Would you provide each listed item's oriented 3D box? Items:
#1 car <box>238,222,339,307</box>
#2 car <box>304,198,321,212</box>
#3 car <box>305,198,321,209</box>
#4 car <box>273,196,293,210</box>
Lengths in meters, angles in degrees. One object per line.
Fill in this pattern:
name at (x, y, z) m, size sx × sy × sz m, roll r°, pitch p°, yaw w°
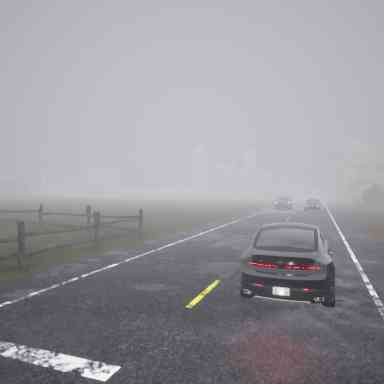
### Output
car at (2.429, 1.501, 8.126) m, size 1.837 × 1.490 × 4.892 m, roll 0°, pitch 0°, yaw 21°
car at (14.213, 1.535, 39.107) m, size 2.033 × 1.411 × 5.357 m, roll 0°, pitch 0°, yaw 21°
car at (16.982, 1.550, 46.494) m, size 1.994 × 1.385 × 4.181 m, roll 0°, pitch 0°, yaw 21°
car at (11.650, 1.339, 42.308) m, size 2.097 × 1.767 × 4.553 m, roll 0°, pitch 0°, yaw 21°
